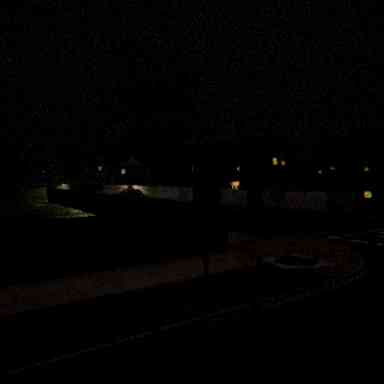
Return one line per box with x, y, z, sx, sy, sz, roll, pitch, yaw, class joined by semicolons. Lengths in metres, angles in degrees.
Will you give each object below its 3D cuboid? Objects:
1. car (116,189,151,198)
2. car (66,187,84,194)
-5.606;0.492;31.700;1.882;1.535;5.008;-1;2;-35;car
-16.993;-0.030;48.146;2.033;1.411;5.357;-1;2;-35;car
